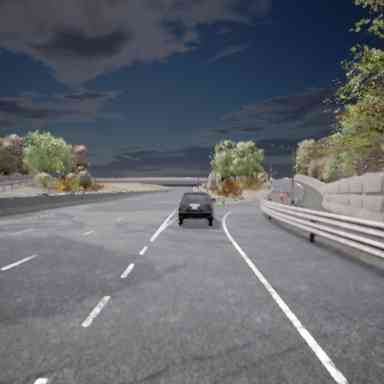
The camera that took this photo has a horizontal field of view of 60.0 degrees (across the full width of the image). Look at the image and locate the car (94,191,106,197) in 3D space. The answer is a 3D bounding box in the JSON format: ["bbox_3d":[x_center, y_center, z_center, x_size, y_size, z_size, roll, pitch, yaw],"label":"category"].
[{"bbox_3d":[-24.531,0.593,88.977,1.882,1.535,5.008,0,1,0],"label":"car"}]

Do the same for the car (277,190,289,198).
[{"bbox_3d":[22.784,0.816,84.232,2.097,1.767,4.553,0,3,20],"label":"car"}]

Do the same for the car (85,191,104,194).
[{"bbox_3d":[-21.025,0.791,72.730,2.128,1.511,4.902,0,1,0],"label":"car"}]

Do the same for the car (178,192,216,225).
[{"bbox_3d":[0.404,0.993,22.322,2.150,2.045,5.566,0,1,5],"label":"car"}]

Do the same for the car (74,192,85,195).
[{"bbox_3d":[-24.525,0.743,72.728,1.882,1.535,5.008,0,1,0],"label":"car"}]
